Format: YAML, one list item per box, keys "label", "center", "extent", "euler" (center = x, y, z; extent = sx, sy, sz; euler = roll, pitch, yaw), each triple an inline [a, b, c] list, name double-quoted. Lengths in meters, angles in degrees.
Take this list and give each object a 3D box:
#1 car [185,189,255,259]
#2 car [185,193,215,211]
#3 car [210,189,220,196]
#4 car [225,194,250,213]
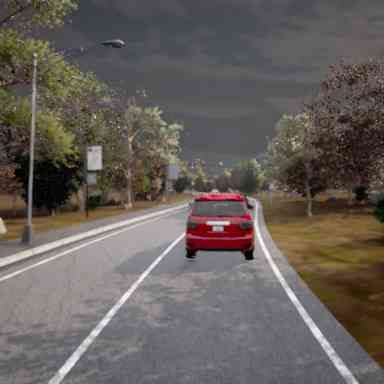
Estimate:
- label: "car"
  center: [1.089, 1.075, 12.246]
  extent: [2.150, 2.045, 5.566]
  euler: [0, 2, 7]
- label: "car"
  center: [0.874, 0.957, 32.728]
  extent: [2.128, 1.511, 4.902]
  euler: [0, 1, 11]
- label: "car"
  center: [5.138, 0.069, 73.972]
  extent: [1.812, 1.442, 4.674]
  euler: [0, 1, -2]
- label: "car"
  center: [4.319, 1.005, 30.968]
  extent: [2.033, 1.411, 5.357]
  euler: [0, 1, 11]
